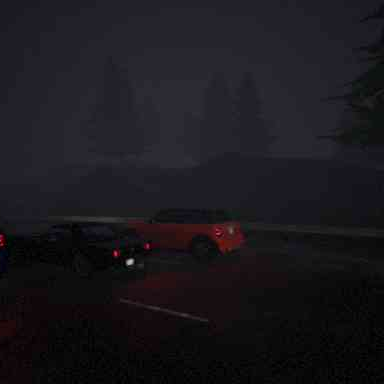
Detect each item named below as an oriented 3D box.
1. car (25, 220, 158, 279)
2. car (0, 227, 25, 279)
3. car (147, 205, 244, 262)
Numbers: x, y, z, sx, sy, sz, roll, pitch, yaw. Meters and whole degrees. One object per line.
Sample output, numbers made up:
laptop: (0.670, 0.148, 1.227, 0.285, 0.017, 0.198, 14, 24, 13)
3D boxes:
car: (-3.580, 1.573, 9.955, 4.718, 1.301, 1.895, 0, 0, 29)
car: (-6.688, 1.205, 7.686, 5.566, 2.045, 2.150, 0, 0, 28)
car: (-0.514, 1.313, 12.141, 4.553, 1.767, 2.097, 0, 0, 31)
